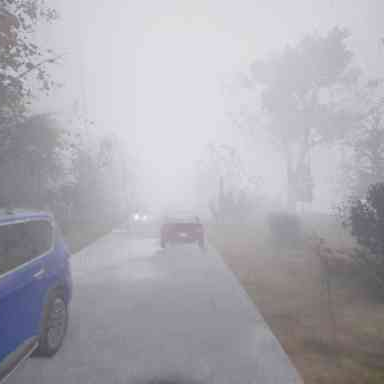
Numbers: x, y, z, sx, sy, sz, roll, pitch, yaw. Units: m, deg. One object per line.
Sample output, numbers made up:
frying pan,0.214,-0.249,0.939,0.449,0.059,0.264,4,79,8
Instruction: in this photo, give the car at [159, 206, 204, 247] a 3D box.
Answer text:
car,-0.524,1.648,16.060,1.882,1.535,5.008,0,-1,-4

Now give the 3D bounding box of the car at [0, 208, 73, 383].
car,-2.926,1.249,3.136,2.150,2.045,5.566,0,0,-1

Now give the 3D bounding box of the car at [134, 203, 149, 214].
car,-7.098,2.280,46.709,2.128,1.511,4.902,0,-2,-8
